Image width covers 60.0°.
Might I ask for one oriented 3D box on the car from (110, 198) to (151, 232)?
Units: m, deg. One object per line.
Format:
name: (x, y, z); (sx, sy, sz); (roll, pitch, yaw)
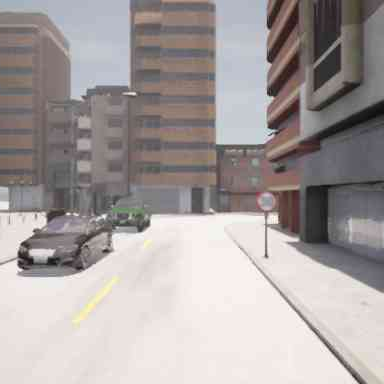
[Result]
car: (-3.995, 1.401, 21.977); (2.150, 2.045, 5.566); (0, 0, 0)

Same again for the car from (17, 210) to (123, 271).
car: (-4.043, 1.584, 11.380); (2.128, 1.511, 4.902); (0, -1, 1)
